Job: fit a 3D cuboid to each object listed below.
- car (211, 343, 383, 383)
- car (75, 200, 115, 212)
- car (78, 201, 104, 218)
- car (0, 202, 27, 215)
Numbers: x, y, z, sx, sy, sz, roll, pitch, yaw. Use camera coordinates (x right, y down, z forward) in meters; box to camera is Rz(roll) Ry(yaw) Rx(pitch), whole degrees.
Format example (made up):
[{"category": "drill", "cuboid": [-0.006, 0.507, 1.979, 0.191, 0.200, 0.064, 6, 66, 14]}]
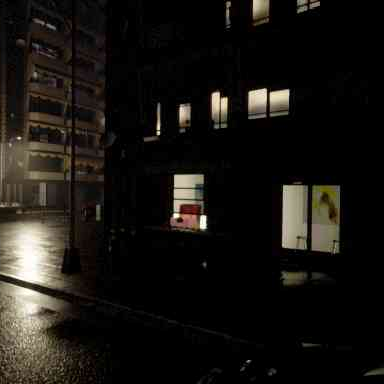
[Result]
[{"category": "car", "cuboid": [1.995, 1.551, 1.610, 4.403, 1.369, 2.008, 0, 1, 35]}, {"category": "car", "cuboid": [-11.979, 1.709, 41.394, 1.887, 1.381, 4.507, 1, 0, 36]}, {"category": "car", "cuboid": [-8.426, 1.823, 31.998, 1.947, 1.339, 4.313, 1, 0, 36]}, {"category": "car", "cuboid": [-18.454, 1.624, 32.419, 2.008, 1.369, 4.403, 1, 0, 36]}]
